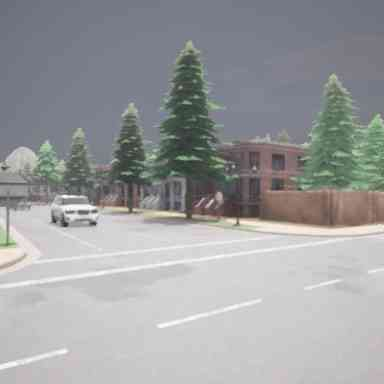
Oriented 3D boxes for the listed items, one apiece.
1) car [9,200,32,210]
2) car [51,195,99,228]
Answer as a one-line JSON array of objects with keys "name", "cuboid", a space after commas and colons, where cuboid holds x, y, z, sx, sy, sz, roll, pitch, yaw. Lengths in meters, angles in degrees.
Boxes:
[{"name": "car", "cuboid": [-22.133, 1.629, 42.824, 1.895, 1.301, 4.718, 1, 0, -39]}, {"name": "car", "cuboid": [-8.262, 1.248, 23.091, 2.150, 2.045, 5.566, 1, 0, -33]}]
